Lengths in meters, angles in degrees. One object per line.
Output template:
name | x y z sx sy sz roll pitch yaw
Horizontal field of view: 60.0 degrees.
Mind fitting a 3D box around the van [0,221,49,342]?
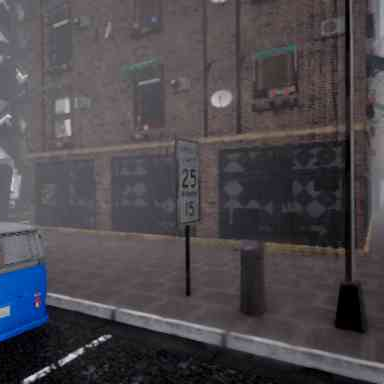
van | -4.037 1.294 5.055 3.998 1.788 1.690 0 1 29
